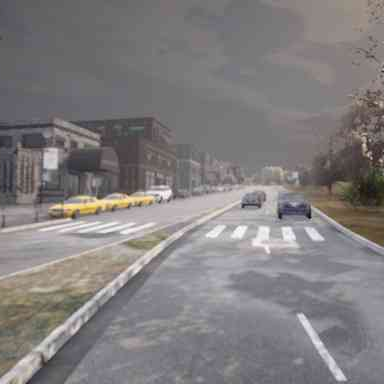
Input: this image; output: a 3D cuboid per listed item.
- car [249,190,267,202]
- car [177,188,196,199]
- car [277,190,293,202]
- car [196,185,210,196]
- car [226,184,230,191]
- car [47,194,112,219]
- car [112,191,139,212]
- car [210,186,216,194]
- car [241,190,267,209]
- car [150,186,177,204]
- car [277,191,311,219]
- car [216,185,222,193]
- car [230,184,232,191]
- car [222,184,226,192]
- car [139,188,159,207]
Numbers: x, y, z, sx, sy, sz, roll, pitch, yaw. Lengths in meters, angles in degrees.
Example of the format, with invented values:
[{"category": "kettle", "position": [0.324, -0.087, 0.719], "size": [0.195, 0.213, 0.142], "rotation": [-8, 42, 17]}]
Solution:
[{"category": "car", "position": [8.866, 0.452, 44.133], "size": [2.033, 1.411, 5.357], "rotation": [0, 2, 15]}, {"category": "car", "position": [-1.459, 0.264, 51.298], "size": [2.163, 1.488, 4.792], "rotation": [0, 2, 14]}, {"category": "car", "position": [12.186, 0.486, 43.677], "size": [1.895, 1.301, 4.718], "rotation": [0, 2, 14]}, {"category": "car", "position": [1.239, -0.070, 62.048], "size": [2.231, 1.521, 4.892], "rotation": [0, 2, 14]}, {"category": "car", "position": [7.925, -0.954, 88.734], "size": [2.185, 1.767, 4.553], "rotation": [0, 2, 14]}, {"category": "car", "position": [-8.247, 1.002, 24.243], "size": [1.946, 1.575, 5.366], "rotation": [0, 2, 14]}, {"category": "car", "position": [-6.895, 0.847, 29.596], "size": [1.946, 1.575, 5.366], "rotation": [0, 2, 14]}, {"category": "car", "position": [2.570, -0.473, 67.365], "size": [2.435, 2.045, 5.566], "rotation": [0, 2, 14]}, {"category": "car", "position": [5.870, 0.791, 32.274], "size": [2.033, 1.411, 5.357], "rotation": [0, 2, 15]}, {"category": "car", "position": [-4.140, 0.287, 40.579], "size": [2.435, 2.045, 5.566], "rotation": [0, 2, 14]}, {"category": "car", "position": [7.074, 0.818, 23.378], "size": [2.097, 1.767, 4.553], "rotation": [0, 2, 14]}, {"category": "car", "position": [4.807, -0.480, 76.520], "size": [2.231, 1.521, 4.892], "rotation": [0, 2, 15]}, {"category": "car", "position": [9.216, -0.978, 93.884], "size": [1.946, 1.575, 5.366], "rotation": [0, 2, 14]}, {"category": "car", "position": [6.531, -0.673, 83.170], "size": [1.946, 1.575, 5.366], "rotation": [0, 2, 14]}, {"category": "car", "position": [-5.552, 0.695, 34.953], "size": [1.946, 1.575, 5.366], "rotation": [0, 2, 14]}]
